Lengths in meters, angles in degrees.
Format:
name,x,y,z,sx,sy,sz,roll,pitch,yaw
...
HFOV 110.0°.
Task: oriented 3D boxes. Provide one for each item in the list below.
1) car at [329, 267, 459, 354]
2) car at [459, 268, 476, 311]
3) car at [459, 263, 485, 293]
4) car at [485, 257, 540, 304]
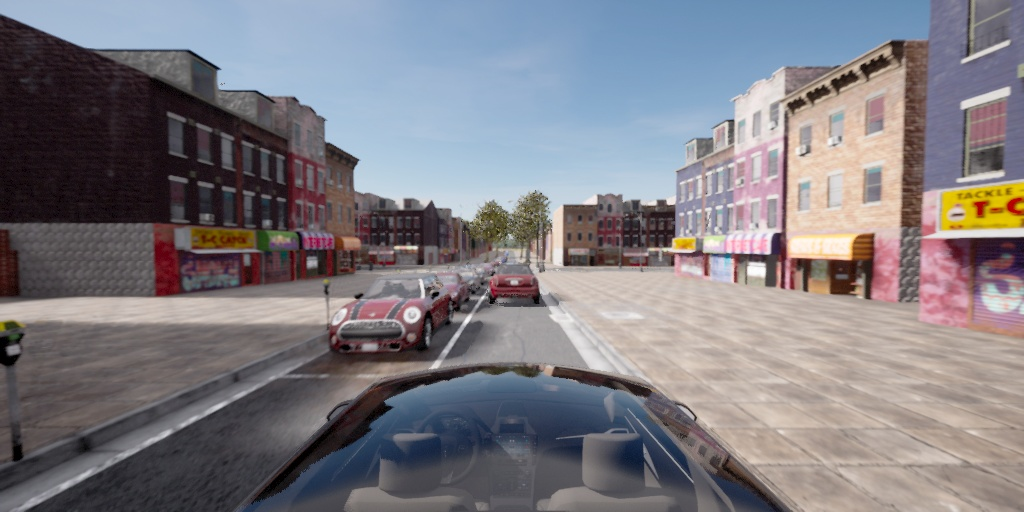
name,x,y,z,sx,sy,sz,roll,pitch,yaw
car,-2.638,1.172,8.676,1.967,1.591,4.097,0,0,0
car,-2.636,1.304,14.121,1.802,1.307,4.207,0,0,0
car,-2.635,1.266,19.570,2.007,1.370,4.403,0,0,0
car,0.102,1.071,16.382,2.097,1.767,4.553,0,0,0
